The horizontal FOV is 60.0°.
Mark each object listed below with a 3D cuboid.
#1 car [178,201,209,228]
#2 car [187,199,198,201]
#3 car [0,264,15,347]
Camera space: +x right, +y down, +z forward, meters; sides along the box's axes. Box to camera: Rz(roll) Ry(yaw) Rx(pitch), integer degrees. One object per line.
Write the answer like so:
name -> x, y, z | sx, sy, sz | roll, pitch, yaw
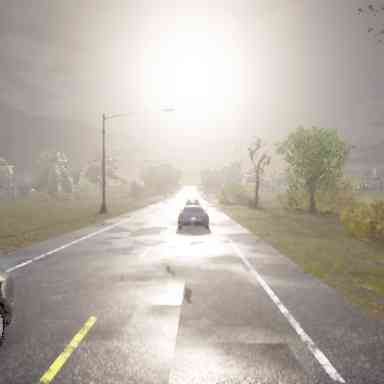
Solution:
car -> 0.094, 1.560, 21.988 | 1.994, 1.385, 4.181 | 0, 0, 0
car -> 0.094, 1.531, 40.296 | 2.033, 1.411, 5.357 | 0, 0, 0
car -> -3.599, 1.505, 3.117 | 1.837, 1.490, 4.892 | 0, 0, 0
